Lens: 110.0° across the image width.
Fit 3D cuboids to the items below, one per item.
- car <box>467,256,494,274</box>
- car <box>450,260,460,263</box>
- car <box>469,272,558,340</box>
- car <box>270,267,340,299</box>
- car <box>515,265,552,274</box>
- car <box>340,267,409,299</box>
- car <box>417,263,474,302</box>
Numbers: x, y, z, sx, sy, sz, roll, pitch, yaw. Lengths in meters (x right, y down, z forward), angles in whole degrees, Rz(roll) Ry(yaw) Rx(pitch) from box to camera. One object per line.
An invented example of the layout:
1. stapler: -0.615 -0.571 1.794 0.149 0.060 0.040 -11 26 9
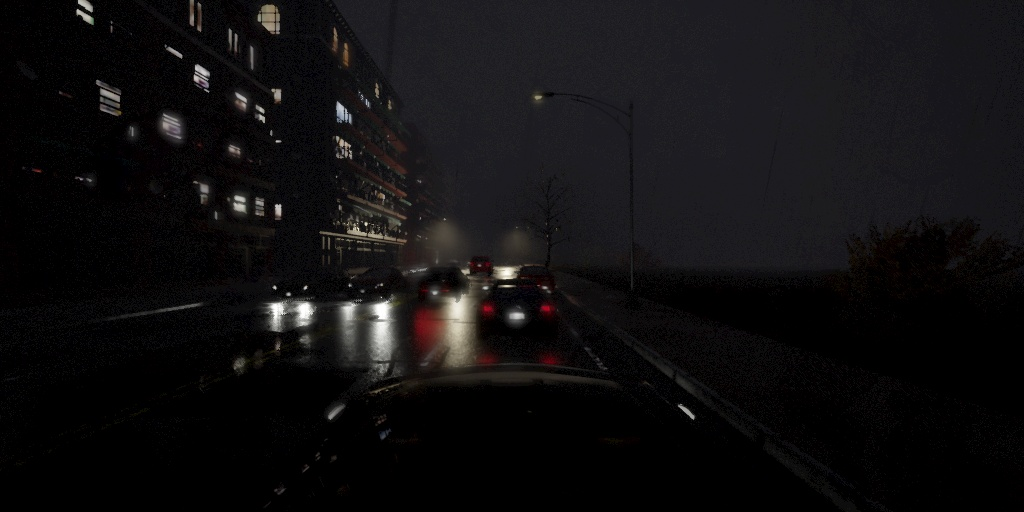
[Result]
1. car: -3.118 0.976 37.252 2.150 2.045 5.566 0 0 0
2. car: -9.774 1.351 59.976 1.895 1.301 4.718 0 0 0
3. car: 0.109 1.315 10.010 1.994 1.385 4.181 0 0 0
4. car: -9.834 1.299 18.440 2.033 1.411 5.357 0 0 0
5. car: 1.152 1.230 18.930 1.882 1.535 5.008 0 0 0
6. car: -6.599 1.278 18.180 1.812 1.442 4.674 0 0 0
7. car: -3.137 1.255 17.057 1.837 1.490 4.892 0 -1 0
